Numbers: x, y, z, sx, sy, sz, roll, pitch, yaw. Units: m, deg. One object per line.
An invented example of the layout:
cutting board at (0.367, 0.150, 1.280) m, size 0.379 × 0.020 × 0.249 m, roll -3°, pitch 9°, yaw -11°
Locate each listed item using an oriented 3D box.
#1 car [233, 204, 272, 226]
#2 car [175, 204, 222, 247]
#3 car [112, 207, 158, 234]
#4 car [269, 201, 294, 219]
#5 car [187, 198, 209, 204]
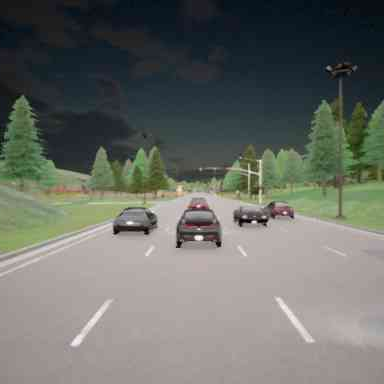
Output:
car at (3.935, 1.591, 23.042) m, size 1.895 × 1.301 × 4.718 m, roll 0°, pitch 0°, yaw 1°
car at (0.297, 1.493, 14.920) m, size 1.837 × 1.490 × 4.892 m, roll 0°, pitch 0°, yaw 1°
car at (-3.136, 1.546, 18.971) m, size 1.994 × 1.385 × 4.181 m, roll 0°, pitch 0°, yaw 1°
car at (7.540, 1.517, 29.079) m, size 1.812 × 1.442 × 4.674 m, roll 0°, pitch 0°, yaw 1°
car at (0.607, 1.331, 32.790) m, size 2.097 × 1.767 × 4.553 m, roll 0°, pitch 0°, yaw 1°
